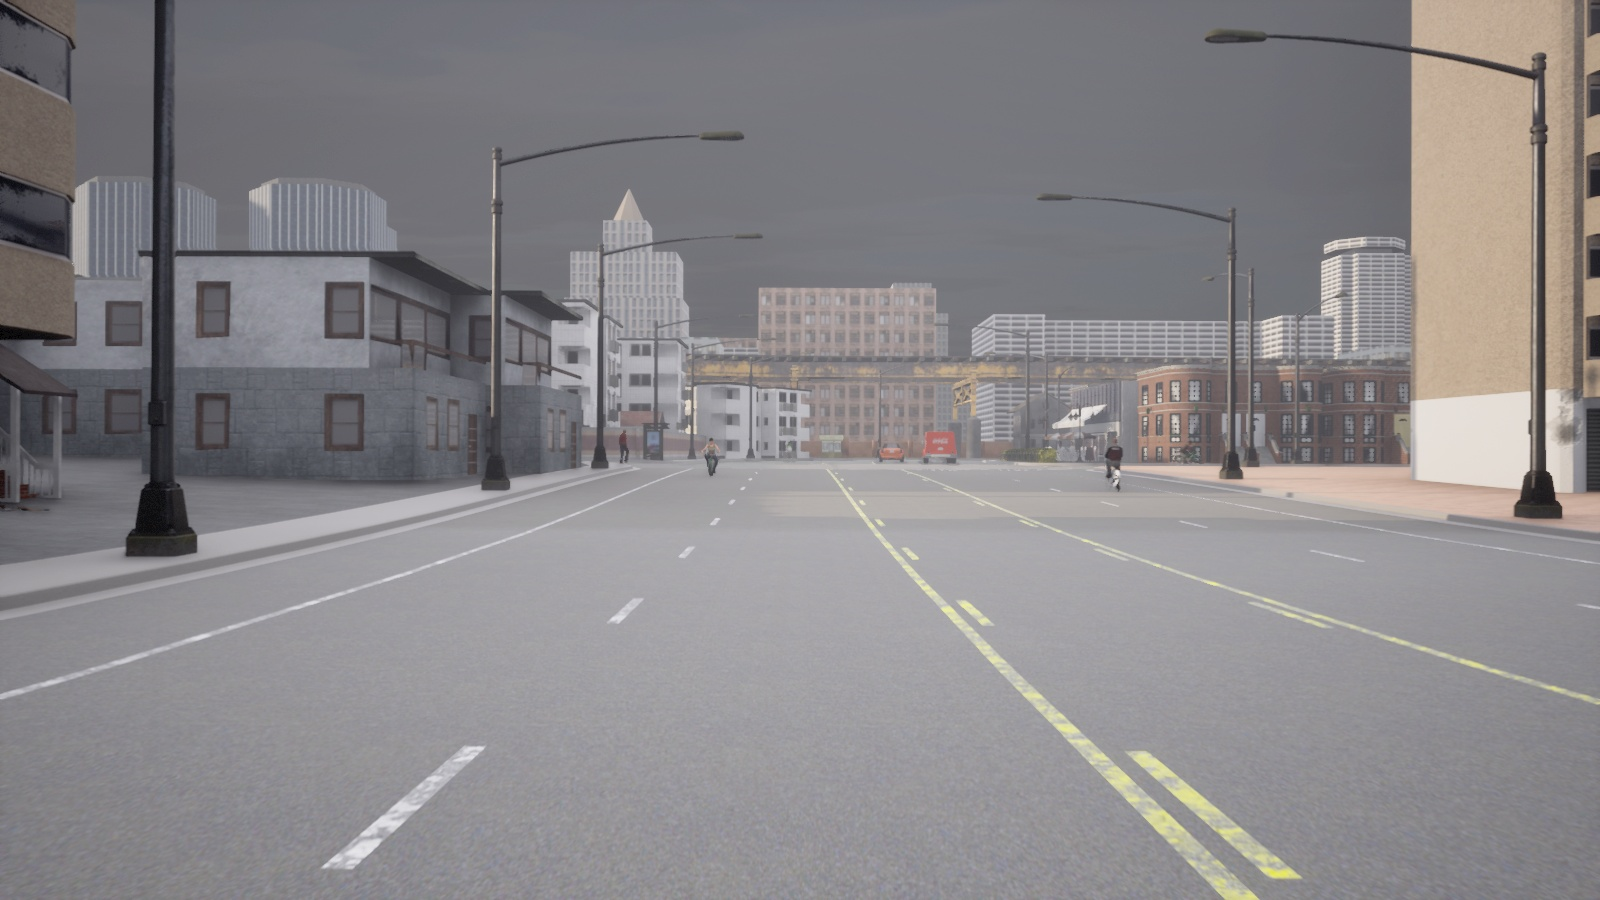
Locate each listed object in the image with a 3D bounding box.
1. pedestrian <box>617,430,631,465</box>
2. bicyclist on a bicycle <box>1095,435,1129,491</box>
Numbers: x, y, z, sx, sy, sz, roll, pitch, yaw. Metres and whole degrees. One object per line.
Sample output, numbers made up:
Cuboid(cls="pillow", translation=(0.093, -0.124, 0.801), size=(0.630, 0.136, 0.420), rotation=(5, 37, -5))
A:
Cuboid(cls="pedestrian", translation=(-9.157, -0.132, 65.413), size=(0.331, 1.846, 0.636), rotation=(0, 0, 43))
Cuboid(cls="bicyclist on a bicycle", translation=(10.337, 0.413, 41.633), size=(0.659, 1.776, 1.843), rotation=(0, 1, 0))
